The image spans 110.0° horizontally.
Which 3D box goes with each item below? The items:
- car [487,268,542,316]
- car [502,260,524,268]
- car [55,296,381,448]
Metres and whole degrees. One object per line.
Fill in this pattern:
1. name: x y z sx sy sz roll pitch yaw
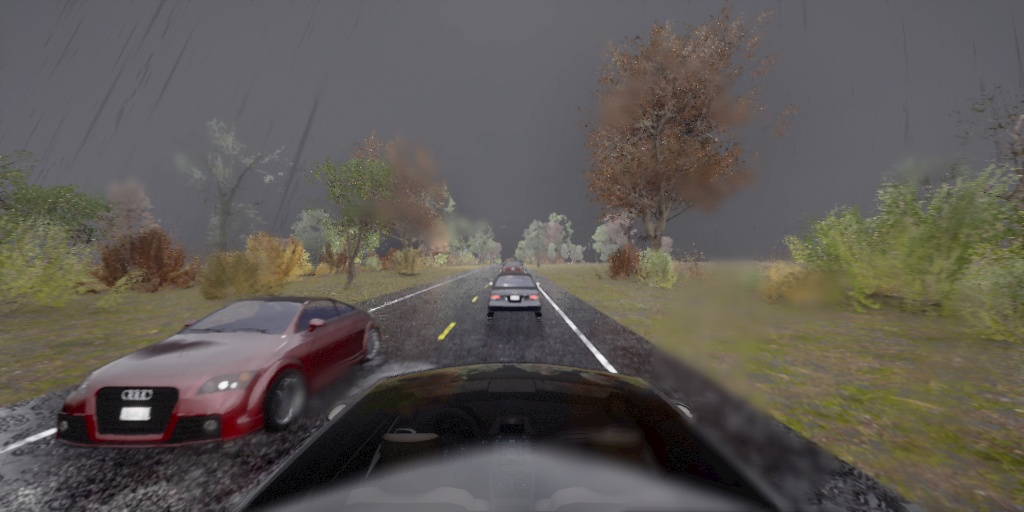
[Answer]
1. car: 0.090 1.328 13.412 2.033 1.411 5.357 0 0 0
2. car: 0.102 1.224 35.973 2.097 1.767 4.553 0 0 0
3. car: -3.583 1.322 5.409 1.994 1.385 4.181 0 0 0
